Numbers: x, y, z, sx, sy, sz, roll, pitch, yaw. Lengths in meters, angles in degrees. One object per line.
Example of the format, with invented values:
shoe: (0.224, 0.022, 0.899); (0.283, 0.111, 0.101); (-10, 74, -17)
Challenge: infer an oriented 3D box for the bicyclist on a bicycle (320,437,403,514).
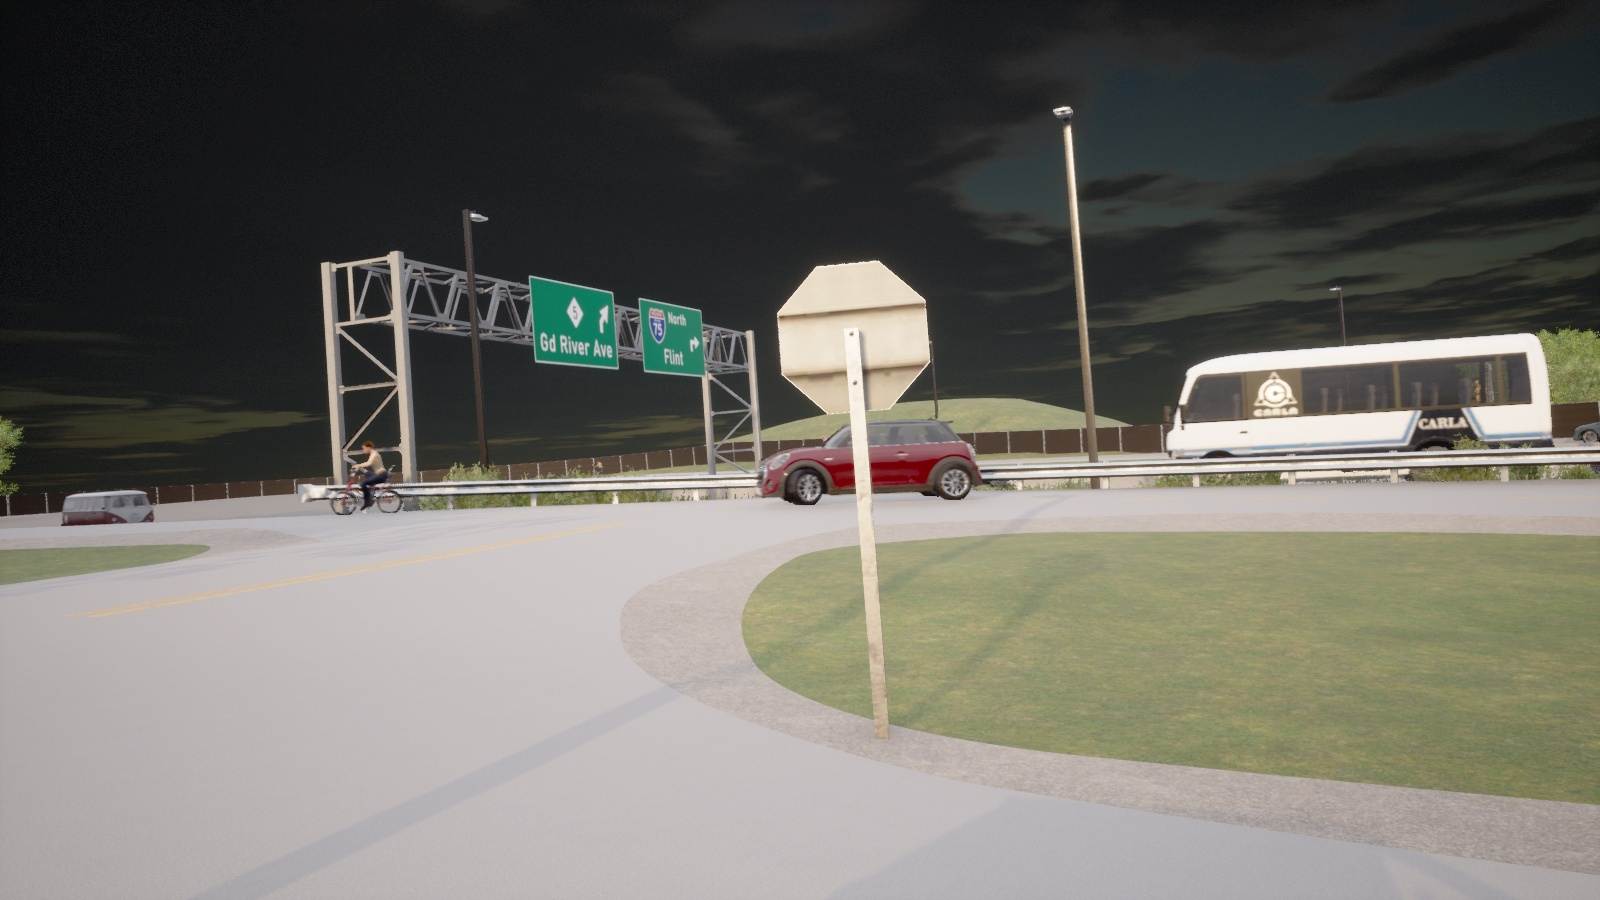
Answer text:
bicyclist on a bicycle: (-9.482, 0.542, 27.209); (1.509, 1.612, 0.866); (-2, 0, -8)

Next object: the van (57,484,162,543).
van: (-25.398, 2.324, 46.107); (4.442, 1.987, 1.775); (-3, 0, 39)

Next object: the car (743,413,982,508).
car: (1.227, 0.197, 25.842); (4.553, 1.767, 2.097); (-1, 0, -9)

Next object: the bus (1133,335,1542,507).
bus: (15.303, -0.710, 36.669); (10.273, 4.253, 3.944); (-3, 0, 21)

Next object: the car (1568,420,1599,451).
car: (38.277, -0.739, 58.171); (1.994, 1.385, 4.181); (-3, 1, -43)

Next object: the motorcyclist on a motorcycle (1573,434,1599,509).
motorcyclist on a motorcycle: (18.668, 0.429, 27.925); (2.350, 1.649, 0.766); (-3, 0, 21)
